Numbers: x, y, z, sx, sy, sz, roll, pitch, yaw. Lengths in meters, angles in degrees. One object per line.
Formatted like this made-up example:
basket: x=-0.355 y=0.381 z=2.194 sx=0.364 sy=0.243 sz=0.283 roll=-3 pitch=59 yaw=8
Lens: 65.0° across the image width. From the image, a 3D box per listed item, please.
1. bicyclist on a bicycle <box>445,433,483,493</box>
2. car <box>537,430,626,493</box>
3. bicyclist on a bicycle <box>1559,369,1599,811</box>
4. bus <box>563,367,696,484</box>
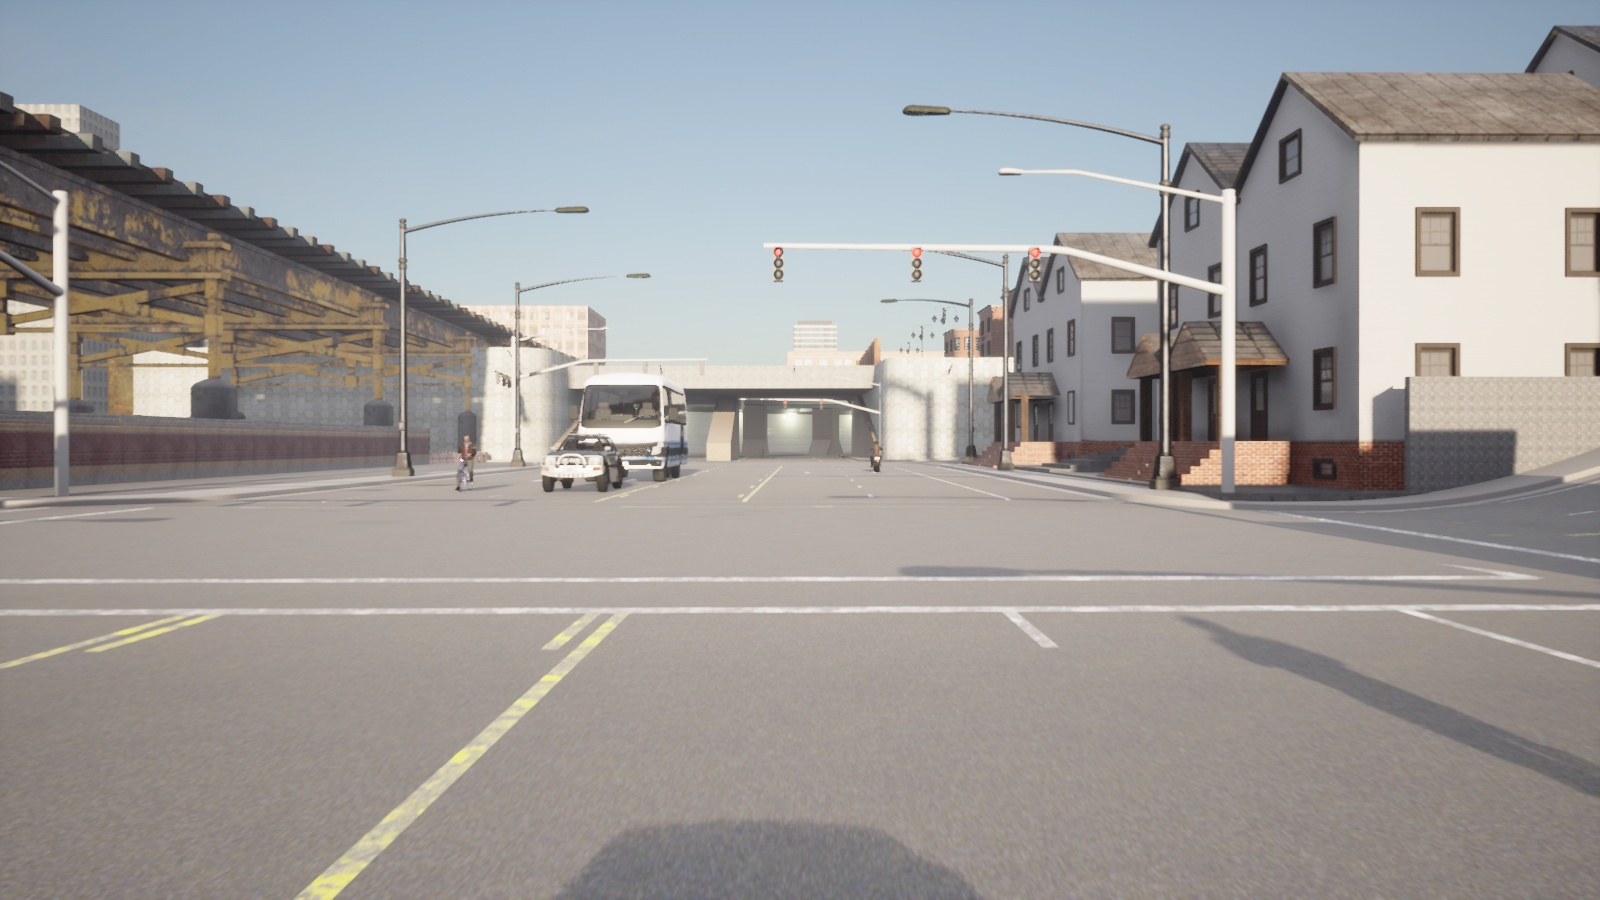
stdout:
bicyclist on a bicycle: x=-10.261 y=0.392 z=38.395 sx=0.659 sy=1.776 sz=1.843 roll=0 pitch=0 yaw=0
car: x=-6.753 y=0.337 z=39.218 sx=1.932 sy=1.855 sz=4.605 roll=0 pitch=0 yaw=1
bicyclist on a bicycle: x=3.541 y=0.593 z=4.360 sx=0.659 sy=1.776 sz=1.843 roll=0 pitch=2 yaw=0
bus: x=-6.686 y=-0.924 z=51.151 sx=3.944 sy=4.253 sz=10.273 roll=0 pitch=0 yaw=0
